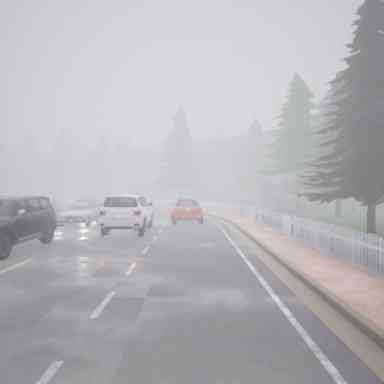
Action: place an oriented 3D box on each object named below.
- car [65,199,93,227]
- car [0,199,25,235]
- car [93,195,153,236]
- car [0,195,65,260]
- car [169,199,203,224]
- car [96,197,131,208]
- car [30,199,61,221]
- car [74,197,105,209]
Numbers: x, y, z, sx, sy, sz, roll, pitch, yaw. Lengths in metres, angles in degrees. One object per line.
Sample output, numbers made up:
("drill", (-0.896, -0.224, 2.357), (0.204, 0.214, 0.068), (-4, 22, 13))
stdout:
("car", (-7.435, 1.436, 22.276), (1.812, 1.442, 4.674), (0, 0, -5))
("car", (-10.688, 1.284, 16.986), (2.097, 1.767, 4.553), (0, 0, -2))
("car", (-3.444, 1.148, 18.173), (2.150, 2.045, 5.566), (0, 0, -1))
("car", (-7.065, 1.171, 12.528), (2.150, 2.045, 5.566), (0, 0, 1))
("car", (-0.508, 1.254, 24.157), (2.097, 1.767, 4.553), (0, 0, -7))
("car", (-10.728, 1.366, 45.114), (5.357, 1.411, 2.033), (0, 0, 44))
("car", (-11.892, 1.395, 27.278), (1.837, 1.490, 4.892), (0, 0, -17))
("car", (-13.144, 1.393, 42.660), (4.181, 1.385, 1.994), (0, 0, 44))
